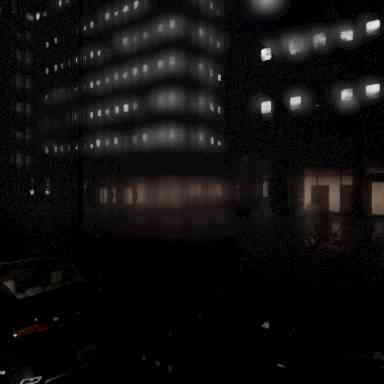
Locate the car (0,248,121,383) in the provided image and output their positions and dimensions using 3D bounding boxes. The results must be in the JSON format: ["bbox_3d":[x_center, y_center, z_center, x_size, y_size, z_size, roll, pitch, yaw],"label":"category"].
[{"bbox_3d":[-2.940,1.519,4.932,4.403,1.369,2.008,0,0,35],"label":"car"}]

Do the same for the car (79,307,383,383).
[{"bbox_3d":[1.666,1.554,1.691,4.403,1.369,2.008,0,0,35],"label":"car"}]
